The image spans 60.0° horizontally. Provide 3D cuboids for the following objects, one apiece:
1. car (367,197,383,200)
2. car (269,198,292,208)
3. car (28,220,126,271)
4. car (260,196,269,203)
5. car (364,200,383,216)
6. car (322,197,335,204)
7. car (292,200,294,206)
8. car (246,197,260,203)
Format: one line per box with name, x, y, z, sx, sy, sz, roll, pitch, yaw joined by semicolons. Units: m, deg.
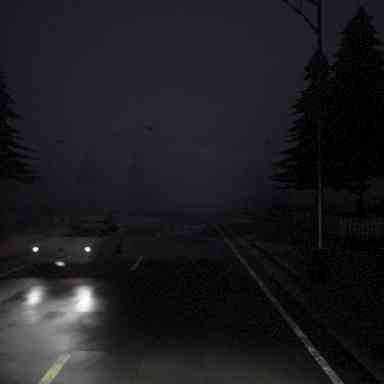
car;38.897;1.753;70.399;2.007;1.523;4.514;0;0;0
car;13.805;1.720;52.202;1.845;1.501;3.633;0;0;0
car;-3.607;1.680;11.344;1.895;1.301;4.718;0;0;0
car;17.112;1.850;78.266;2.152;1.636;5.027;0;0;0
car;20.445;1.810;34.678;4.718;1.301;1.895;0;0;1
car;28.905;1.781;70.510;1.845;1.501;3.633;0;0;0
car;16.836;1.778;59.601;1.970;1.475;3.806;0;0;0
car;13.975;1.861;78.235;2.007;1.523;4.514;0;0;0
